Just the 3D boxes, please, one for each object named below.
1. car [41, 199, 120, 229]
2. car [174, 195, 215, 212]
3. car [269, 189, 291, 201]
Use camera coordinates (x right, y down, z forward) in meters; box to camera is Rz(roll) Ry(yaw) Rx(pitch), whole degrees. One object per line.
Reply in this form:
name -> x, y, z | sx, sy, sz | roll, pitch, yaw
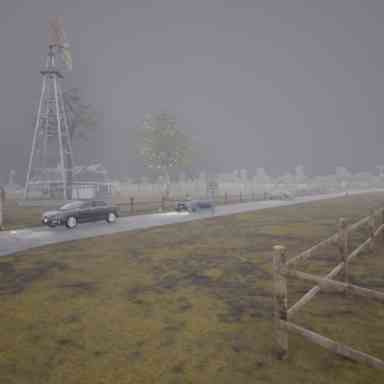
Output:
car -> -6.426, 1.216, 19.647 | 1.837, 1.490, 4.892 | -1, 1, 34
car -> 0.251, 0.989, 29.181 | 1.994, 1.385, 4.181 | -1, 1, 35
car -> 12.224, 0.433, 46.008 | 1.837, 1.490, 4.892 | -1, 0, 36
